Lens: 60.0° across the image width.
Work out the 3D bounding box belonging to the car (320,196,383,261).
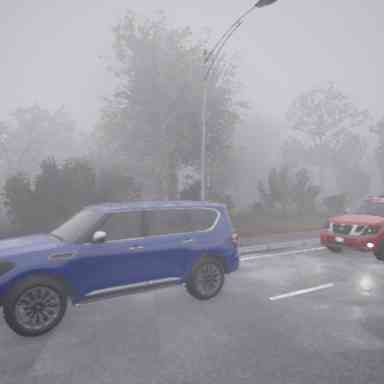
[{"bbox_3d":[7.318,1.188,12.373,5.566,2.045,2.150,-1,0,-29],"label":"car"}]

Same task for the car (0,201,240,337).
[{"bbox_3d":[-1.501,1.223,6.988,5.566,2.045,2.150,0,0,-34],"label":"car"}]
